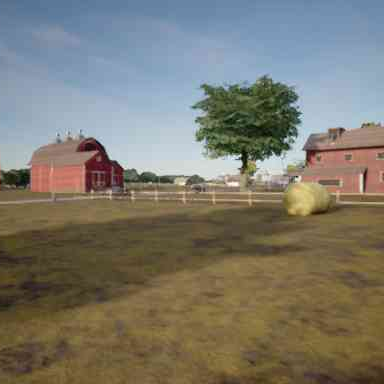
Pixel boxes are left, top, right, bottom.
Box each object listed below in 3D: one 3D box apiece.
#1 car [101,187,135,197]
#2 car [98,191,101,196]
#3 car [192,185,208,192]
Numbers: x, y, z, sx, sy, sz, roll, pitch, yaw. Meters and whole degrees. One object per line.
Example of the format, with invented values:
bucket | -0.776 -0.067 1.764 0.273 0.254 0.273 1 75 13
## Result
car | -12.268 0.006 56.805 2.033 1.411 5.357 0 2 35
car | -14.364 -0.062 58.710 2.128 1.511 4.902 0 2 36
car | 1.762 -0.851 76.516 1.837 1.490 4.892 0 2 35
